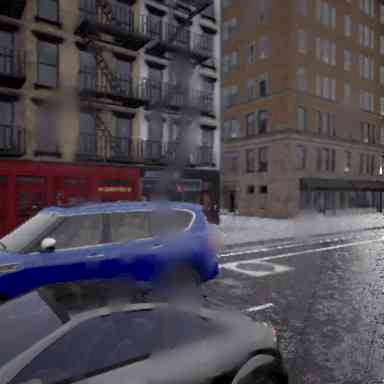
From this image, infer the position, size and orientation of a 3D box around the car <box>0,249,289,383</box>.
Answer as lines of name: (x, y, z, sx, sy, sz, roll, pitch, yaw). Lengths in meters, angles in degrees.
car: (-1.105, 1.566, 2.869, 4.181, 1.385, 1.994, 0, 0, -36)

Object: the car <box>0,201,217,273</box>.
car: (-2.039, 1.225, 6.182, 5.566, 2.045, 2.150, 0, 0, -35)
